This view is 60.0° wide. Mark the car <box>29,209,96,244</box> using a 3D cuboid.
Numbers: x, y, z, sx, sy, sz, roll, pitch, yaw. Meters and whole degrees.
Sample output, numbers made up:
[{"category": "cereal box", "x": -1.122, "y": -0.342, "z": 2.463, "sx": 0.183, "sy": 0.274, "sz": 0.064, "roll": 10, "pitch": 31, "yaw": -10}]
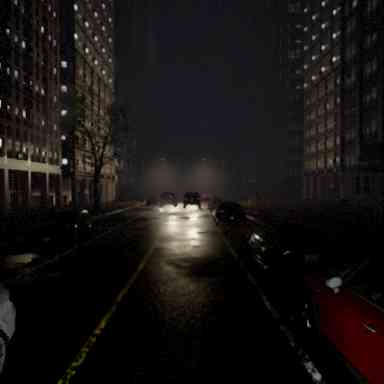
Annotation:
[{"category": "car", "x": -5.697, "y": 1.475, "z": 15.174, "sx": 1.947, "sy": 1.339, "sz": 4.313, "roll": -1, "pitch": 0, "yaw": 0}]

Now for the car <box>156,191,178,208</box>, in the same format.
[{"category": "car", "x": -3.085, "y": 0.953, "z": 43.890, "sx": 2.150, "sy": 2.045, "sz": 5.566, "roll": 0, "pitch": 1, "yaw": 0}]

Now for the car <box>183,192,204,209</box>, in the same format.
[{"category": "car", "x": 0.018, "y": 0.970, "z": 41.777, "sx": 2.150, "sy": 2.045, "sz": 5.566, "roll": 0, "pitch": 0, "yaw": 0}]

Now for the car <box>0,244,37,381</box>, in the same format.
[{"category": "car", "x": -3.101, "y": 1.511, "z": 2.405, "sx": 1.812, "sy": 1.442, "sz": 4.674, "roll": 0, "pitch": 0, "yaw": 0}]

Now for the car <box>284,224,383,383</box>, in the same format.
[{"category": "car", "x": 2.681, "y": 1.416, "z": 3.888, "sx": 1.967, "sy": 1.590, "sz": 4.097, "roll": -1, "pitch": 0, "yaw": 0}]

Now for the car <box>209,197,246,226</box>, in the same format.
[{"category": "car", "x": 2.363, "y": 1.345, "z": 22.079, "sx": 1.882, "sy": 1.535, "sz": 5.008, "roll": 0, "pitch": 0, "yaw": 0}]

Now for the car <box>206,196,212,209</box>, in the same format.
[{"category": "car", "x": 2.687, "y": 1.351, "z": 32.102, "sx": 1.887, "sy": 1.381, "sz": 4.507, "roll": -1, "pitch": 0, "yaw": 0}]

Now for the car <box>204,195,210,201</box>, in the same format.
[{"category": "car", "x": 2.688, "y": 1.296, "z": 37.915, "sx": 1.752, "sy": 1.417, "sz": 4.829, "roll": -1, "pitch": 0, "yaw": 0}]

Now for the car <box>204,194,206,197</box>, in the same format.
[{"category": "car", "x": 2.692, "y": 1.177, "z": 60.316, "sx": 1.887, "sy": 1.381, "sz": 4.507, "roll": -1, "pitch": 0, "yaw": 0}]

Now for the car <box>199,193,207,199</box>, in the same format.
[{"category": "car", "x": 2.696, "y": 1.039, "z": 82.886, "sx": 2.008, "sy": 1.369, "sz": 4.403, "roll": -1, "pitch": 0, "yaw": 0}]

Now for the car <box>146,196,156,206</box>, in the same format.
[{"category": "car", "x": -5.691, "y": 1.253, "z": 49.021, "sx": 2.008, "sy": 1.369, "sz": 4.403, "roll": -1, "pitch": 0, "yaw": 0}]

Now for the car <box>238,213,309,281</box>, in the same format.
[{"category": "car", "x": 2.683, "y": 1.508, "z": 9.532, "sx": 1.947, "sy": 1.339, "sz": 4.313, "roll": -1, "pitch": 0, "yaw": 0}]

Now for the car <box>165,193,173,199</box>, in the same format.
[{"category": "car", "x": -5.685, "y": 1.015, "z": 82.699, "sx": 1.752, "sy": 1.417, "sz": 4.829, "roll": -1, "pitch": 0, "yaw": 0}]

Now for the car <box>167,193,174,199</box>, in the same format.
[{"category": "car", "x": -5.683, "y": 1.033, "z": 88.510, "sx": 1.802, "sy": 1.307, "sz": 4.206, "roll": -1, "pitch": 0, "yaw": 0}]
